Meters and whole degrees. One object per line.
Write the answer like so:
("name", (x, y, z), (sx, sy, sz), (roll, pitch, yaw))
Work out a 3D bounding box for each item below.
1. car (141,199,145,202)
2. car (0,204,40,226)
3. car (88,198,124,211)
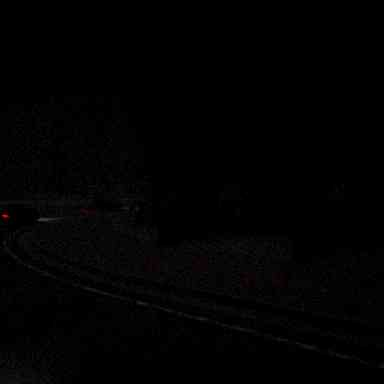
("car", (-5.445, 1.478, 49.259), (1.882, 1.535, 5.008), (0, 0, 35))
("car", (-12.458, 1.547, 23.239), (2.033, 1.411, 5.357), (0, 0, -5))
("car", (-10.633, 1.478, 41.387), (1.882, 1.535, 5.008), (0, 0, 31))
